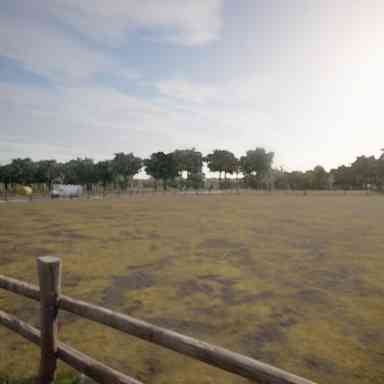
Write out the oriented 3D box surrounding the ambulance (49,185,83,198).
[{"bbox_3d":[-24.869,-0.046,65.750,2.351,2.431,6.366,3,3,35],"label":"ambulance"}]
